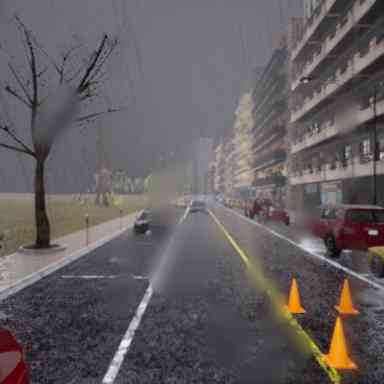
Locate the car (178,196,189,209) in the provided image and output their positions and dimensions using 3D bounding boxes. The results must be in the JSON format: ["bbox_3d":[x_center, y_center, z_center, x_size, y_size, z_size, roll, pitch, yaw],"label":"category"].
[{"bbox_3d":[-1.720,1.612,46.332,1.752,1.417,4.829,1,0,1],"label":"car"}]

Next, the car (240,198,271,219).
[{"bbox_3d":[5.989,1.424,30.003,2.192,1.841,5.009,1,0,1],"label":"car"}]

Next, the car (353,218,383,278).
[{"bbox_3d":[5.744,1.585,7.530,1.752,1.417,4.829,1,0,1],"label":"car"}]

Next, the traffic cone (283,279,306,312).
[{"bbox_3d":[1.987,1.984,6.462,0.340,0.580,0.340,0,0,1],"label":"traffic cone"}]

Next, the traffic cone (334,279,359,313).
[{"bbox_3d":[2.987,1.992,6.452,0.340,0.580,0.340,0,0,1],"label":"traffic cone"}]

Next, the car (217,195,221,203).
[{"bbox_3d":[6.351,1.628,63.966,1.967,1.590,4.097,1,0,1],"label":"car"}]

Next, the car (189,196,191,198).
[{"bbox_3d":[-1.476,1.692,69.116,2.008,1.369,4.403,1,0,1],"label":"car"}]

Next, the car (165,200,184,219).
[{"bbox_3d":[-1.901,1.630,29.541,1.802,1.307,4.206,1,0,1],"label":"car"}]

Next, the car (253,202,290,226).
[{"bbox_3d":[5.924,1.678,24.342,1.802,1.307,4.206,1,0,1],"label":"car"}]

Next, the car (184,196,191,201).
[{"bbox_3d":[-1.234,1.763,91.731,1.947,1.339,4.313,1,0,1],"label":"car"}]

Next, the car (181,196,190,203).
[{"bbox_3d":[-1.416,1.705,74.770,2.008,1.369,4.403,1,0,1],"label":"car"}]

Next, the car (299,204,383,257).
[{"bbox_3d":[5.807,1.387,13.021,2.192,1.841,5.009,1,0,1],"label":"car"}]

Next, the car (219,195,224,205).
[{"bbox_3d":[6.288,1.726,58.305,2.008,1.369,4.403,1,0,1],"label":"car"}]

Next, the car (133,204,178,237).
[{"bbox_3d":[-2.022,1.589,18.233,1.947,1.339,4.313,1,0,1],"label":"car"}]

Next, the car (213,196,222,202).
[{"bbox_3d":[6.591,1.810,86.609,1.947,1.339,4.313,1,0,1],"label":"car"}]

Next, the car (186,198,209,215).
[{"bbox_3d":[0.716,1.628,35.173,2.033,1.411,5.357,0,0,1],"label":"car"}]

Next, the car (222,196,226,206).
[{"bbox_3d":[6.230,1.687,52.815,1.752,1.417,4.829,1,0,1],"label":"car"}]

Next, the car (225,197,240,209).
[{"bbox_3d":[6.169,1.674,47.155,1.752,1.417,4.829,1,0,1],"label":"car"}]

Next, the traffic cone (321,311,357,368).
[{"bbox_3d":[1.965,1.980,4.463,0.340,0.580,0.340,0,0,1],"label":"traffic cone"}]

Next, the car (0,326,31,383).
[{"bbox_3d":[-2.204,1.568,1.272,1.802,1.307,4.206,1,0,1],"label":"car"}]

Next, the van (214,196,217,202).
[{"bbox_3d":[6.474,1.557,75.288,1.690,1.788,3.998,1,0,1],"label":"van"}]

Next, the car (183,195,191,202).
[{"bbox_3d":[-1.292,1.623,86.077,1.967,1.590,4.097,1,0,1],"label":"car"}]
